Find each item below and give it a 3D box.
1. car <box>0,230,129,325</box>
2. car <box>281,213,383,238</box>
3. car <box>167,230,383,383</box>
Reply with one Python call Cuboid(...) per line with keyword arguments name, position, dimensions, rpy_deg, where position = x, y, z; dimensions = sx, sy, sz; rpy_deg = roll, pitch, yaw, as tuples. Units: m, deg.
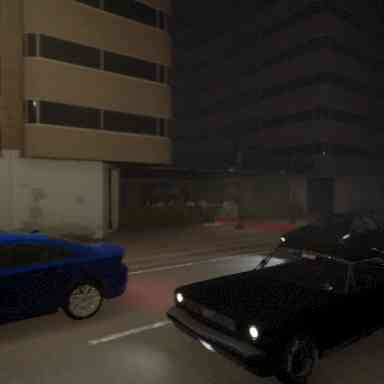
Cuboid(name="car", position=(-3.583, 1.478, 5.732), dimensions=(5.008, 1.535, 1.882), rpy_deg=(0, 0, -36))
Cuboid(name="car", position=(5.571, 1.507, 12.277), dimensions=(5.357, 1.411, 2.033), rpy_deg=(0, 0, -36))
Cuboid(name="car", position=(1.985, 1.585, 5.412), dimensions=(4.718, 1.301, 1.895), rpy_deg=(0, 0, -36))
